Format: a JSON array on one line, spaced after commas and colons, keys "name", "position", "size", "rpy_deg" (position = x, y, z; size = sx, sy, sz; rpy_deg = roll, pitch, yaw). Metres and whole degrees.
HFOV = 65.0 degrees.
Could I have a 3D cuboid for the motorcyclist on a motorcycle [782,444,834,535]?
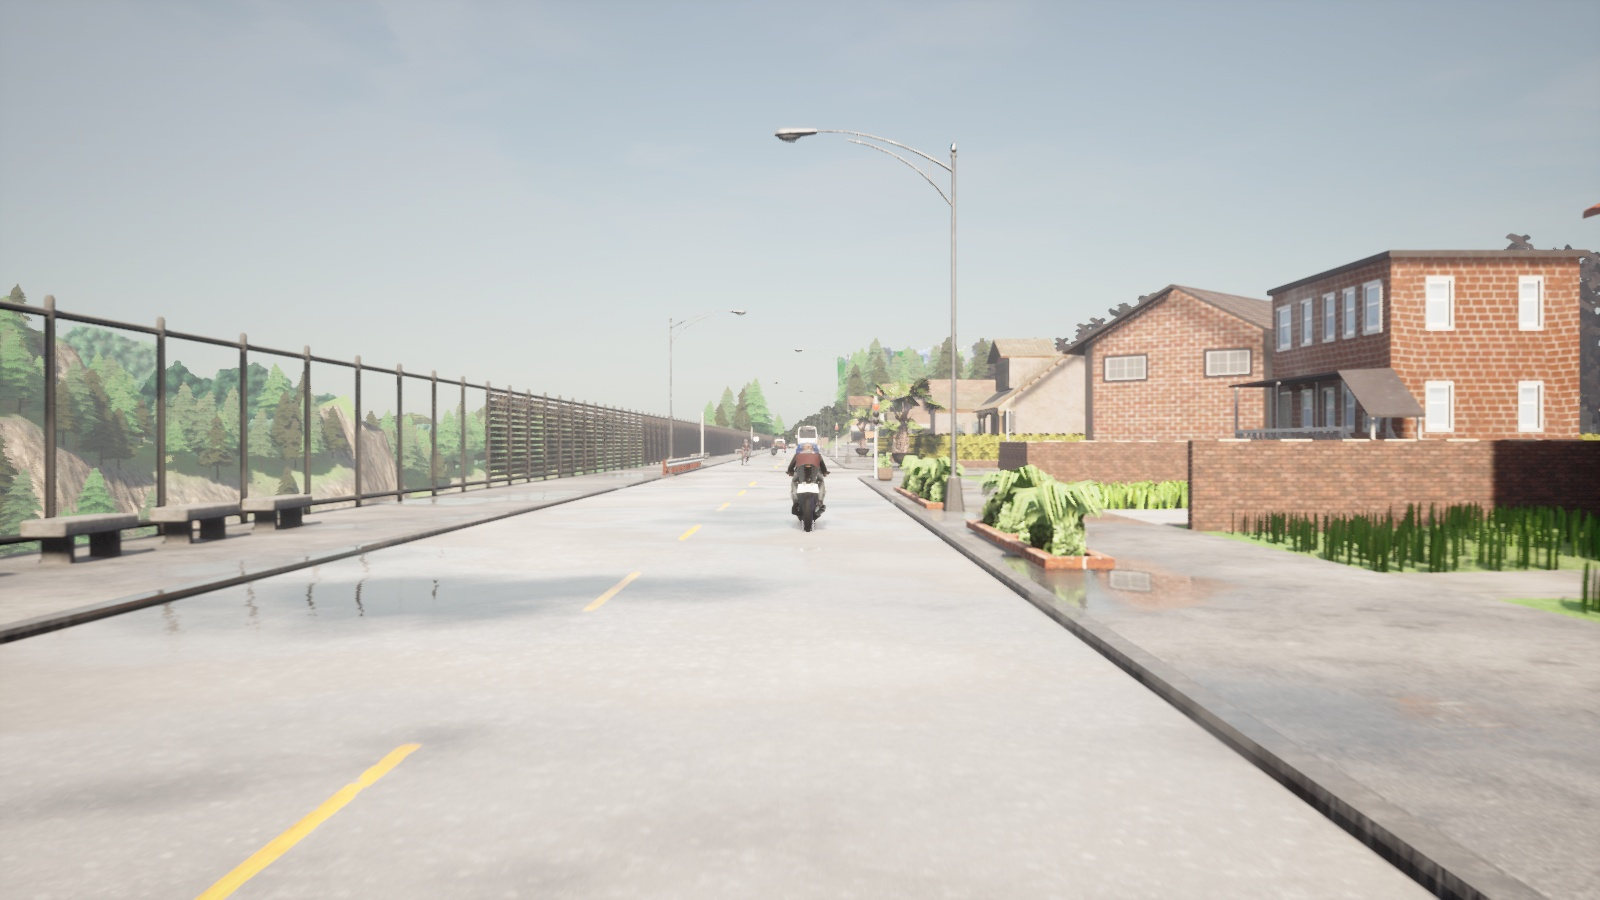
[{"name": "motorcyclist on a motorcycle", "position": [0.140, 0.657, 22.126], "size": [0.866, 1.530, 2.191], "rpy_deg": [0, 0, 0]}]
